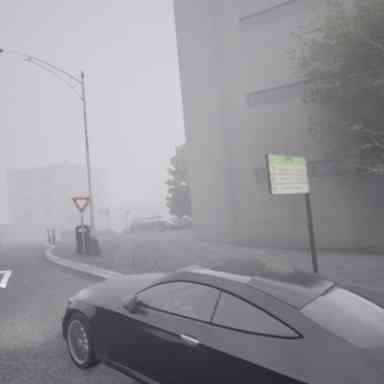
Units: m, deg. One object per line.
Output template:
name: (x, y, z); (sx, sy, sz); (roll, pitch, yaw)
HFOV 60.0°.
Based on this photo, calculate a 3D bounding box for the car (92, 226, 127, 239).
car: (-13.519, 6.628, 54.476); (5.366, 1.575, 1.946); (-6, -8, 18)

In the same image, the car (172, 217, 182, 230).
car: (-4.319, 4.518, 42.820); (4.792, 1.488, 2.163); (-6, -7, 18)

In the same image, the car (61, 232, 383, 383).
car: (0.322, 1.515, 3.893); (4.674, 1.442, 1.812); (1, 1, 40)

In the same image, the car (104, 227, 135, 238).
car: (-12.415, 6.919, 57.033); (4.792, 1.488, 2.163); (-6, -8, 18)

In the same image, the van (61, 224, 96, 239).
van: (-16.201, 5.573, 46.493); (4.442, 1.987, 1.878); (-6, -7, 18)

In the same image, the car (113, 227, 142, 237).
car: (-11.540, 7.213, 59.666); (4.674, 1.452, 2.002); (-6, -8, 18)

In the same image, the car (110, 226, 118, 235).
car: (-14.263, 6.189, 51.677); (4.553, 1.767, 2.185); (-6, -8, 18)

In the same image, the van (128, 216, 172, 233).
van: (-5.149, 4.018, 40.195); (4.442, 1.987, 1.878); (-6, -7, 18)

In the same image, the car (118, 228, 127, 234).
car: (-7.735, 5.310, 46.903); (2.033, 1.411, 5.357); (-6, -8, 18)

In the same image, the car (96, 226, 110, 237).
car: (-15.187, 6.041, 49.046); (5.008, 1.535, 2.097); (-6, -7, 18)
